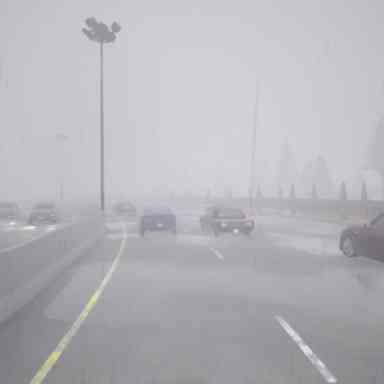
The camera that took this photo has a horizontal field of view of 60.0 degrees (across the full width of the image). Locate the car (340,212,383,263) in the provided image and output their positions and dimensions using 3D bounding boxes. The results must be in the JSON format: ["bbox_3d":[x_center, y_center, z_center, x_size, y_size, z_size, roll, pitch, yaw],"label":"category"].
[{"bbox_3d":[6.360,1.308,9.821,2.097,1.767,4.553,0,0,-5],"label":"car"}]

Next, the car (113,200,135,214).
[{"bbox_3d":[-7.490,1.588,36.555,1.994,1.385,4.181,0,0,-22],"label":"car"}]

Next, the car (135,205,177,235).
[{"bbox_3d":[-2.066,1.466,18.857,1.882,1.535,5.008,0,0,-11],"label":"car"}]

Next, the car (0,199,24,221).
[{"bbox_3d":[-15.450,1.580,27.475,1.837,1.490,4.892,0,0,-20],"label":"car"}]

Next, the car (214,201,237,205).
[{"bbox_3d":[2.774,1.503,28.552,2.033,1.411,5.357,0,0,-16],"label":"car"}]

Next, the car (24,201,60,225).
[{"bbox_3d":[-10.985,1.547,24.950,1.837,1.490,4.892,0,0,-17],"label":"car"}]

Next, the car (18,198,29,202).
[{"bbox_3d":[-30.993,1.773,60.865,1.812,1.442,4.674,-1,0,-40],"label":"car"}]

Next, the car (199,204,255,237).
[{"bbox_3d":[1.696,1.570,18.022,1.895,1.301,4.718,0,0,-10],"label":"car"}]
